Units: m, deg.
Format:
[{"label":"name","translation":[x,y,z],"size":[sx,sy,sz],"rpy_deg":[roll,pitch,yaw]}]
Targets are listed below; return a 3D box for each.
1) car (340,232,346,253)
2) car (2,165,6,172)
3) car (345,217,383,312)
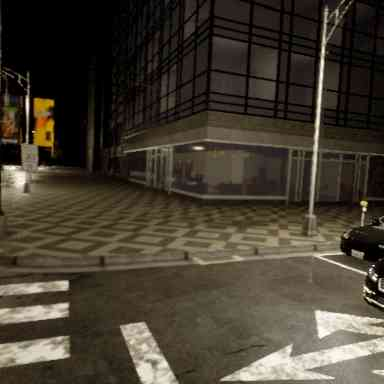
[{"label":"car","translation":[6.044,1.174,8.839],"size":[4.313,1.339,1.947],"rpy_deg":[1,5,-22]},{"label":"car","translation":[-29.902,-3.729,50.739],"size":[1.812,1.442,4.674],"rpy_deg":[1,5,-21]},{"label":"car","translation":[5.131,1.310,5.501],"size":[4.892,1.490,1.837],"rpy_deg":[1,4,-22]}]
